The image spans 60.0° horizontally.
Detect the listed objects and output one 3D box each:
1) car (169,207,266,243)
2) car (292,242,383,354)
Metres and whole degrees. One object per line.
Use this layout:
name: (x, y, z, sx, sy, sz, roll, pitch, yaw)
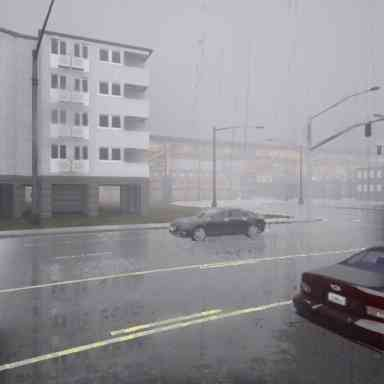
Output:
car: (1.300, 1.507, 16.186, 4.892, 1.490, 1.837, 1, 0, -25)
car: (4.284, 1.547, 5.755, 5.357, 1.411, 2.033, 0, 0, -26)
